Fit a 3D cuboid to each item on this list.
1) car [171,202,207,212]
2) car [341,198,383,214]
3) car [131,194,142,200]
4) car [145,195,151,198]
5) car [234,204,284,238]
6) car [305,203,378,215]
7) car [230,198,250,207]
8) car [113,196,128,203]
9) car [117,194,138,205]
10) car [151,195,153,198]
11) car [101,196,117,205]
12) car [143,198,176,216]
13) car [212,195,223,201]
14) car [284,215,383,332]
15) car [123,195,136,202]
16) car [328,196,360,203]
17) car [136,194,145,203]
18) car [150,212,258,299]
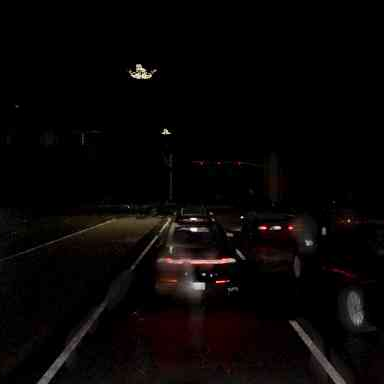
[{"bbox_3d":[0.076,1.505,17.874,1.837,1.490,4.892,0,0,0],"label":"car"},{"bbox_3d":[18.245,1.547,33.229,5.357,1.411,2.033,0,0,0],"label":"car"},{"bbox_3d":[-15.109,1.348,90.705,2.097,1.767,4.553,0,0,0],"label":"car"},{"bbox_3d":[-11.612,1.524,79.269,1.812,1.442,4.674,0,0,0],"label":"car"},{"bbox_3d":[3.579,1.547,16.469,2.033,1.411,5.357,0,0,0],"label":"car"},{"bbox_3d":[7.077,1.505,16.935,1.837,1.490,4.892,0,0,0],"label":"car"},{"bbox_3d":[7.067,1.563,49.197,1.994,1.385,4.181,0,0,-12],"label":"car"},{"bbox_3d":[-15.099,1.540,70.435,2.033,1.411,5.357,0,0,0],"label":"car"},{"bbox_3d":[-11.681,1.564,60.177,1.994,1.385,4.181,0,0,1],"label":"car"},{"bbox_3d":[-11.617,1.524,89.676,2.128,1.511,4.902,0,0,0],"label":"car"},{"bbox_3d":[-15.141,1.477,60.657,1.882,1.535,5.008,0,0,0],"label":"car"},{"bbox_3d":[-2.446,1.564,32.531,4.181,1.385,1.994,0,0,-4],"label":"car"},{"bbox_3d":[6.880,1.478,86.127,1.882,1.535,5.008,0,0,0],"label":"car"},{"bbox_3d":[3.590,1.478,6.849,1.882,1.535,5.008,0,0,0],"label":"car"},{"bbox_3d":[-15.114,1.525,80.538,2.128,1.511,4.902,0,0,0],"label":"car"},{"bbox_3d":[20.163,1.353,43.723,4.553,1.767,2.097,0,0,1],"label":"car"},{"bbox_3d":[-11.597,1.500,68.999,1.837,1.490,4.892,0,0,0],"label":"car"},{"bbox_3d":[0.087,1.491,8.453,2.128,1.511,4.902,0,0,0],"label":"car"}]
